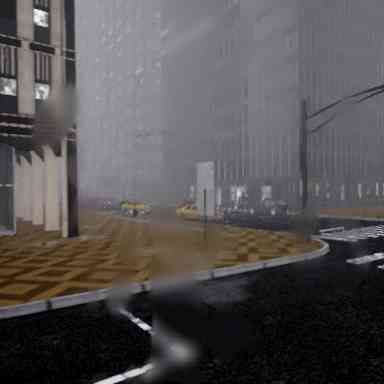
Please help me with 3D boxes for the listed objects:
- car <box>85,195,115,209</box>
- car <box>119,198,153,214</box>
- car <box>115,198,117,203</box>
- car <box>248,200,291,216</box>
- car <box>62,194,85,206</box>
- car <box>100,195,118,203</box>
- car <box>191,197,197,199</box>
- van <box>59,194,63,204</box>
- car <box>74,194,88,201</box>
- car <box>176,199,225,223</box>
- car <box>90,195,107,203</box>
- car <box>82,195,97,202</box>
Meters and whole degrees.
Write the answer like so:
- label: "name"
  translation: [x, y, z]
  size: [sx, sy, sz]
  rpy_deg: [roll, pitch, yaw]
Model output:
- label: "car"
  translation: [-12.343, 1.409, 44.389]
  size: [1.967, 1.590, 4.097]
  rpy_deg: [-1, 1, -36]
- label: "car"
  translation: [-5.819, 1.513, 35.184]
  size: [1.752, 1.417, 4.829]
  rpy_deg: [-1, 1, -36]
- label: "car"
  translation: [-7.650, 1.500, 42.097]
  size: [1.994, 1.385, 4.181]
  rpy_deg: [-1, 1, -35]
- label: "car"
  translation: [7.115, 1.425, 30.986]
  size: [2.008, 1.369, 4.403]
  rpy_deg: [-1, 1, -36]
- label: "car"
  translation: [-18.816, 1.391, 53.424]
  size: [1.967, 1.590, 4.097]
  rpy_deg: [-1, 1, -36]
- label: "car"
  translation: [-15.646, 1.359, 62.531]
  size: [1.887, 1.381, 4.507]
  rpy_deg: [-1, 1, -36]
- label: "car"
  translation: [0.582, 1.298, 39.979]
  size: [1.967, 1.590, 4.097]
  rpy_deg: [-1, 1, -36]
- label: "van"
  translation: [-22.053, 1.282, 57.940]
  size: [1.690, 1.788, 3.998]
  rpy_deg: [-1, 1, -36]
- label: "car"
  translation: [-25.356, 1.226, 76.082]
  size: [1.967, 1.590, 4.097]
  rpy_deg: [-1, 1, -36]
- label: "car"
  translation: [0.598, 1.532, 26.107]
  size: [1.752, 1.417, 4.829]
  rpy_deg: [-1, 1, -36]
- label: "car"
  translation: [-18.882, 1.356, 67.048]
  size: [2.008, 1.369, 4.403]
  rpy_deg: [-1, 1, -36]
- label: "car"
  translation: [-22.118, 1.377, 71.566]
  size: [1.802, 1.307, 4.206]
  rpy_deg: [-1, 1, -36]
